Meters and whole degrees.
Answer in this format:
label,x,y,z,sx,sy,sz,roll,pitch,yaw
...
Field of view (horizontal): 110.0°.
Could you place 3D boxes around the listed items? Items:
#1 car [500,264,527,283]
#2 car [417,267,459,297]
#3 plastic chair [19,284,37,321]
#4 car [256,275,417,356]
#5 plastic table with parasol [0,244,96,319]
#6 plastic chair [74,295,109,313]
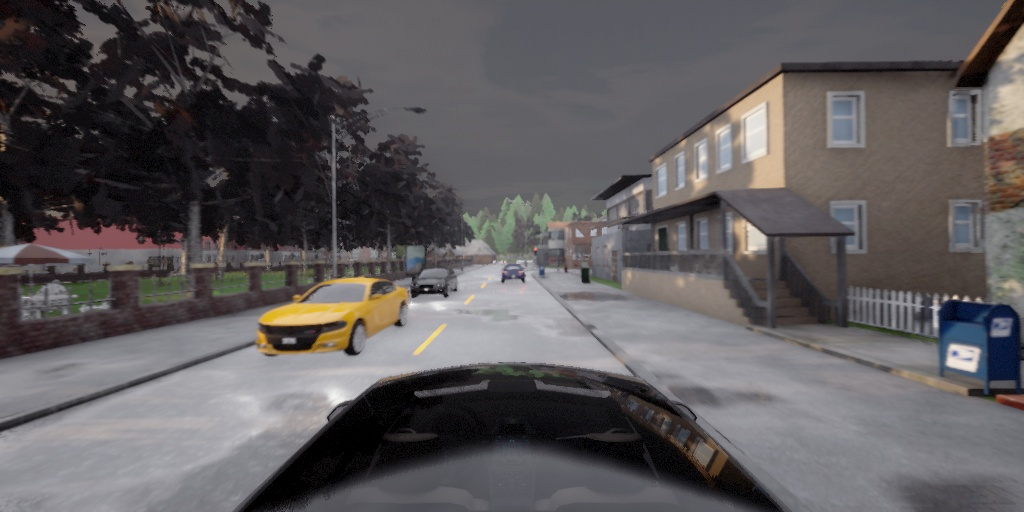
label,x,y,z,sx,sy,sz,roll,pitch,yaw
car,0.095,1.355,28.906,1.812,1.442,4.674,-1,0,0
car,-4.091,1.357,19.591,1.837,1.490,4.892,-1,0,0
plastic chair,-13.210,1.473,9.360,0.750,1.272,0.730,0,0,-39
car,-4.100,1.300,9.091,1.882,1.535,5.008,-1,0,0
plastic table with parasol,-13.964,0.880,10.386,2.482,2.480,2.482,0,0,-40
plastic chair,-12.991,1.502,11.286,0.730,1.272,0.750,0,0,-35
